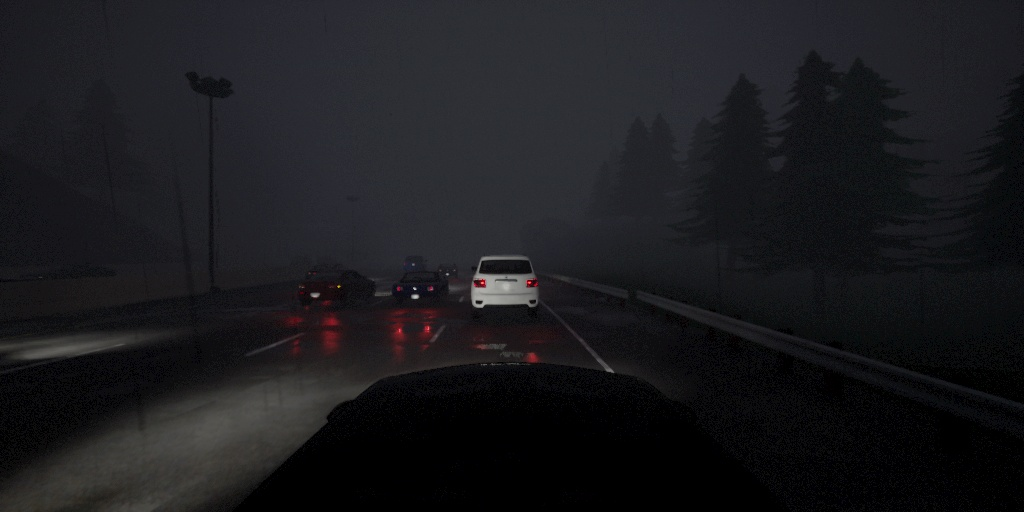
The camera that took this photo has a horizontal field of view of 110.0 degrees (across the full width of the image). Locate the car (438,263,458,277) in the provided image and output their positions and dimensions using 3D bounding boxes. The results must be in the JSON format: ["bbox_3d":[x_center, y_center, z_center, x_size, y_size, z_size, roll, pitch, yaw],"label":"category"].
[{"bbox_3d":[-6.163,1.340,34.453,1.895,1.301,4.718,0,0,-9],"label":"car"}]

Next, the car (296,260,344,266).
[{"bbox_3d":[-11.756,1.249,23.595,2.128,1.511,4.902,0,0,-6],"label":"car"}]

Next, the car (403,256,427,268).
[{"bbox_3d":[-10.562,0.966,39.263,2.150,2.045,5.566,0,0,-11],"label":"car"}]

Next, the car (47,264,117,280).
[{"bbox_3d":[-29.628,1.282,24.112,2.128,1.511,4.902,0,0,-7],"label":"car"}]

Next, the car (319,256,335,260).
[{"bbox_3d":[-29.192,1.095,56.526,2.150,2.045,5.566,0,0,-17],"label":"car"}]

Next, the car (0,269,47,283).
[{"bbox_3d":[-21.530,1.330,13.132,2.033,1.411,5.357,0,0,-4],"label":"car"}]

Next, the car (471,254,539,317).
[{"bbox_3d":[-0.327,0.965,13.261,2.150,2.045,5.566,0,0,-3],"label":"car"}]

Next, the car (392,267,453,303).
[{"bbox_3d":[-4.059,1.348,16.690,1.895,1.301,4.718,0,0,-4],"label":"car"}]

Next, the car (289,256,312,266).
[{"bbox_3d":[-32.544,0.992,55.517,2.150,2.045,5.566,0,0,-17],"label":"car"}]

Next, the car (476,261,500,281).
[{"bbox_3d":[-2.187,1.239,31.471,1.837,1.490,4.892,0,0,-8],"label":"car"}]

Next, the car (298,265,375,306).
[{"bbox_3d":[-7.501,1.280,15.673,1.812,1.442,4.674,0,0,-4],"label":"car"}]
